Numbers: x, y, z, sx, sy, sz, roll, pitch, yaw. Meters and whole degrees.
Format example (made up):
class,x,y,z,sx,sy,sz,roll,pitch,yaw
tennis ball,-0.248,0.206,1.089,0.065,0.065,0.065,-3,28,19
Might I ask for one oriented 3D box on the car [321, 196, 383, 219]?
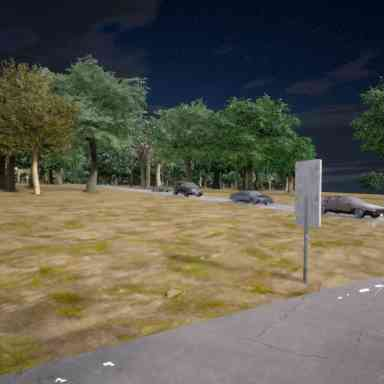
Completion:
class,x,y,z,sx,sy,sz,roll,pitch,yaw
car,11.078,1.009,23.905,2.033,1.411,5.357,2,2,-28

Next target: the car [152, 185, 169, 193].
class,x,y,z,sx,sy,sz,roll,pitch,yaw
car,-5.835,-0.662,61.321,1.994,1.385,4.181,2,2,-29

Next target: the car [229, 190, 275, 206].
class,x,y,z,sx,sy,sz,roll,pitch,yaw
car,5.887,0.542,33.432,2.033,1.411,5.357,2,2,-29

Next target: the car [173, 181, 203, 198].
class,x,y,z,sx,sy,sz,roll,pitch,yaw
car,-0.655,-0.371,45.450,2.150,2.045,5.566,2,2,-28
